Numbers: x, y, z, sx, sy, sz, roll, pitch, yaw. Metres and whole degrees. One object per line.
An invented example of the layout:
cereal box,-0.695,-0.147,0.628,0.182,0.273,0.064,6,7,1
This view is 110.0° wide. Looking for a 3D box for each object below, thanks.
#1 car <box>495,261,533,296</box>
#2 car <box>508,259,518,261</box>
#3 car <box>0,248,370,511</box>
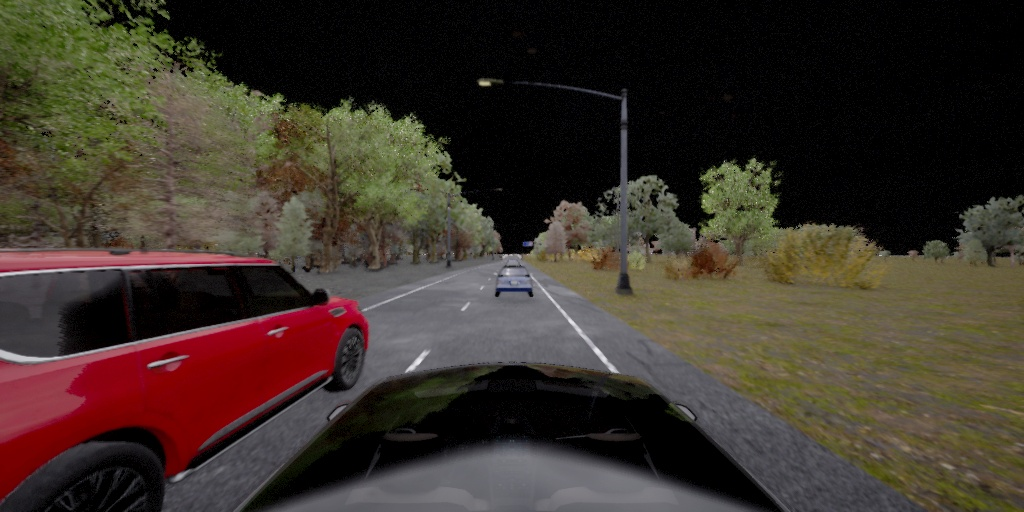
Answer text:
car,0.098,1.187,18.327,2.033,1.411,5.357,0,0,0
car,0.099,1.043,42.741,1.994,1.385,4.181,0,0,0
car,-3.400,0.959,3.523,2.150,2.045,5.566,0,0,0
